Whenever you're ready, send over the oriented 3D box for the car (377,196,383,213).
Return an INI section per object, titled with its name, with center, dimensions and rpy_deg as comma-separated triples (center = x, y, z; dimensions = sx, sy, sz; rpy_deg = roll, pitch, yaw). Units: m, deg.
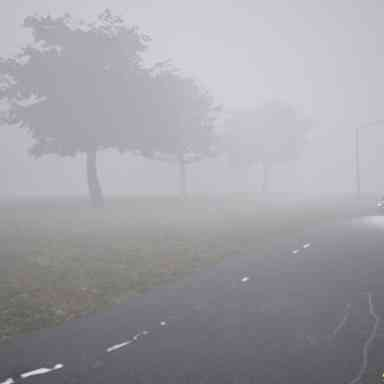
[car]
center = 15.779, 0.936, 26.238
dimensions = 1.895, 1.301, 4.718
rpy_deg = -2, 0, 34
